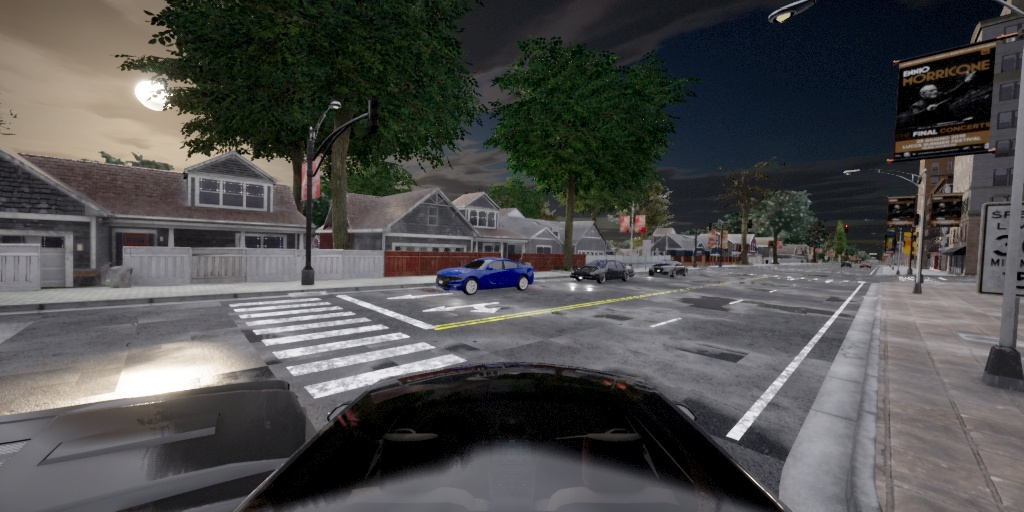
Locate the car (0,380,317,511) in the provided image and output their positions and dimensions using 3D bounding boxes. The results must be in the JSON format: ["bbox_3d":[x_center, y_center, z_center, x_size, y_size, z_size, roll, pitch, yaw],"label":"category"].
[{"bbox_3d":[-3.309,1.290,1.278,4.718,1.301,1.895,1,2,-34],"label":"car"}]

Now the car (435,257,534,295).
[{"bbox_3d":[-1.119,0.817,16.464,5.008,1.535,1.882,0,2,-44],"label":"car"}]

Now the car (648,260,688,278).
[{"bbox_3d":[13.241,1.019,30.309,4.181,1.385,1.994,0,2,-44],"label":"car"}]

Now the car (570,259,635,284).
[{"bbox_3d":[6.046,0.943,23.386,5.357,1.411,2.033,0,2,-44],"label":"car"}]
